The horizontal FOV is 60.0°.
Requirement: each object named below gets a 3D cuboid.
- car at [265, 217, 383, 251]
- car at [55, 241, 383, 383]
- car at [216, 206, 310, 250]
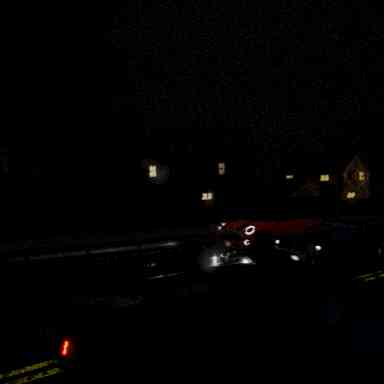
[{"bbox_3d":[4.857,1.658,11.158,4.718,1.301,1.895,0,0,-36],"label":"car"},{"bbox_3d":[0.981,1.618,4.144,4.718,1.301,1.895,0,0,-36],"label":"car"},{"bbox_3d":[3.196,1.410,13.965,4.553,1.767,2.097,0,0,-36],"label":"car"}]
